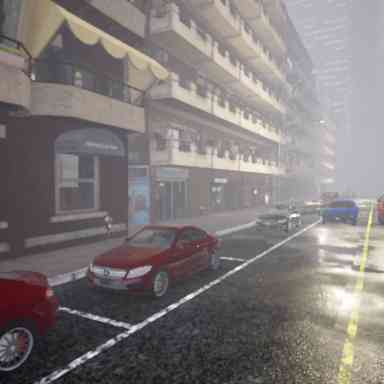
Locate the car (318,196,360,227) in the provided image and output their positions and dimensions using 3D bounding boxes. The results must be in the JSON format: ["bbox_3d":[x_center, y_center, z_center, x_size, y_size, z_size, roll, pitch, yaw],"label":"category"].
[{"bbox_3d":[9.622,1.245,21.361,1.882,1.535,5.008,1,1,29],"label":"car"}]

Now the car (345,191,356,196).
[{"bbox_3d":[29.124,0.898,62.135,2.008,1.369,4.403,0,1,29],"label":"car"}]

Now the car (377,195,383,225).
[{"bbox_3d":[13.170,1.021,21.246,2.150,2.045,5.566,1,1,29],"label":"car"}]

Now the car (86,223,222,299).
[{"bbox_3d":[-0.640,1.455,8.180,1.802,1.307,4.206,0,1,29],"label":"car"}]

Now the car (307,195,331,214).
[{"bbox_3d":[10.184,1.231,27.800,2.008,1.369,4.403,0,1,29],"label":"car"}]

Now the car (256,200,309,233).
[{"bbox_3d":[4.772,1.327,17.990,2.008,1.369,4.403,0,1,29],"label":"car"}]

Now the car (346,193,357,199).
[{"bbox_3d":[34.536,0.835,71.945,1.802,1.307,4.206,0,1,29],"label":"car"}]

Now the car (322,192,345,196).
[{"bbox_3d":[15.595,0.900,37.608,2.192,1.841,5.009,0,1,29],"label":"car"}]

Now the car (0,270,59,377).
[{"bbox_3d":[-3.346,1.503,3.275,1.802,1.307,4.206,0,1,29],"label":"car"}]

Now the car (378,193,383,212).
[{"bbox_3d":[20.399,1.021,34.358,2.097,1.767,4.553,1,1,29],"label":"car"}]
